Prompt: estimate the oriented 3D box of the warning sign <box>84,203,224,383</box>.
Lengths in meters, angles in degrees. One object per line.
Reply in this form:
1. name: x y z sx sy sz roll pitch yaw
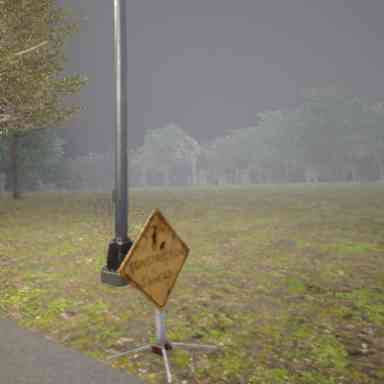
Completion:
1. warning sign: -0.432 1.125 4.195 1.060 1.860 1.300 -3 1 35
